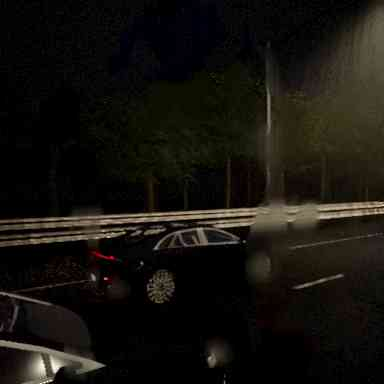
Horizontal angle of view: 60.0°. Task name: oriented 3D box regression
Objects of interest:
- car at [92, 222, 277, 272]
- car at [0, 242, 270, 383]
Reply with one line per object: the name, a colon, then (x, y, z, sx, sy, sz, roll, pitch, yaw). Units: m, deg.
car: (-0.001, 1.482, 8.046, 4.902, 1.511, 2.128, 0, 0, -36)
car: (-1.919, 1.492, 2.376, 4.902, 1.511, 2.128, 0, 0, -36)
